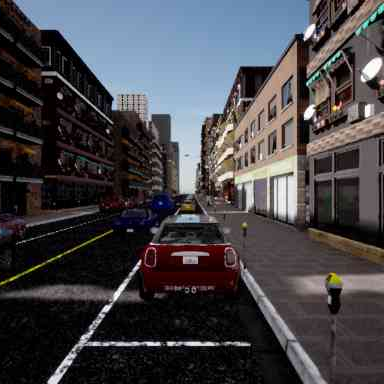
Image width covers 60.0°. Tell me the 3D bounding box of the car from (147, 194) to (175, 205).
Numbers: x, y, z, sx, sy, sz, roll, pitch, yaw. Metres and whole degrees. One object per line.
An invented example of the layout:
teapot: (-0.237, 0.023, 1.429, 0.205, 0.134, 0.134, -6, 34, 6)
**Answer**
car: (-3.144, 1.221, 36.017, 2.150, 2.045, 5.566, 0, 0, 0)

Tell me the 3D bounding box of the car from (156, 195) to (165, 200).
car: (-8.834, 1.539, 93.519, 2.008, 1.369, 4.403, 0, 0, 0)

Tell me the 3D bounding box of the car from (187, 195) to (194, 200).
car: (-0.452, 1.513, 93.685, 1.752, 1.417, 4.829, 0, 0, 0)

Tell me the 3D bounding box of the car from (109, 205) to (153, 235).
car: (-3.044, 1.601, 18.647, 1.895, 1.301, 4.718, 0, 0, 0)

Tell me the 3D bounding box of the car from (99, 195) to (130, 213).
car: (-8.833, 1.314, 37.157, 2.192, 1.841, 5.009, 0, 0, 0)

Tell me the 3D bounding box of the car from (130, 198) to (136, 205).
car: (-8.834, 1.439, 42.793, 1.967, 1.590, 4.097, 0, 0, 0)

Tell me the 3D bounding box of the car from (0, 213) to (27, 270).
car: (-6.246, 1.492, 8.157, 2.128, 1.511, 4.902, 0, 0, 0)

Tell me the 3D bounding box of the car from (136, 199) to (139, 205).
car: (-8.834, 1.543, 48.430, 1.887, 1.381, 4.507, 0, 0, 0)

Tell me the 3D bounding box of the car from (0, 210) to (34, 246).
car: (-8.835, 1.583, 14.612, 1.802, 1.307, 4.206, 0, 0, 0)

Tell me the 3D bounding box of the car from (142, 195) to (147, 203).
car: (-6.146, 1.113, 48.616, 1.837, 1.490, 4.892, 0, 0, 0)

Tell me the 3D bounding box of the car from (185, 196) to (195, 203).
car: (-0.453, 1.545, 70.970, 2.008, 1.369, 4.403, 0, 0, 0)

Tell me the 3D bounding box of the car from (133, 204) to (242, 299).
car: (-0.032, 1.353, 8.619, 2.097, 1.767, 4.553, 0, 0, 0)

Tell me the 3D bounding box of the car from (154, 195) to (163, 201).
car: (-8.834, 1.541, 87.882, 2.008, 1.369, 4.403, 0, 0, 0)

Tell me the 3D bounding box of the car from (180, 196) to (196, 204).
car: (-0.454, 1.525, 37.323, 1.752, 1.417, 4.829, 0, 0, 0)
